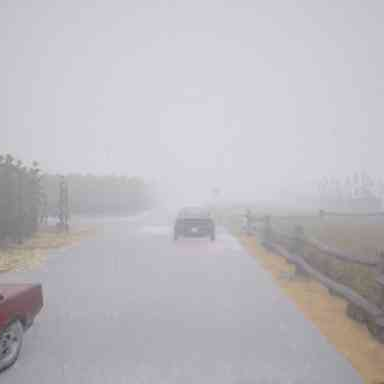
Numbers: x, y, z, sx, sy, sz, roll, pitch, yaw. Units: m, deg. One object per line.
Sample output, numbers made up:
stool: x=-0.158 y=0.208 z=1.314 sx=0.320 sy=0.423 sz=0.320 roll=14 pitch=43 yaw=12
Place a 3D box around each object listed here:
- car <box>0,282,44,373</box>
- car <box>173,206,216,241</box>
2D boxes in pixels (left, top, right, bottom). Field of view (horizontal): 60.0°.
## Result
car: x=-3.186 y=1.593 z=2.829 sx=1.895 sy=1.301 sz=4.718 roll=0 pitch=0 yaw=0
car: x=0.106 y=1.434 z=16.445 sx=1.882 sy=1.535 sz=5.008 roll=0 pitch=0 yaw=0
